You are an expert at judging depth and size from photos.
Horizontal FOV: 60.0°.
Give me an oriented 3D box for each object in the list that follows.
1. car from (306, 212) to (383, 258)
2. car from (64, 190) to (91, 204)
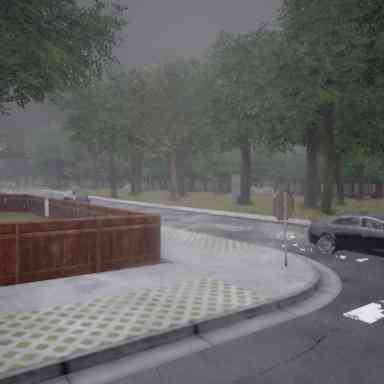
[{"bbox_3d":[6.225,1.473,11.034,2.128,1.511,4.902,-1,1,-35],"label":"car"},{"bbox_3d":[-13.284,0.575,38.494,2.097,1.767,4.553,-2,3,-35],"label":"car"}]
